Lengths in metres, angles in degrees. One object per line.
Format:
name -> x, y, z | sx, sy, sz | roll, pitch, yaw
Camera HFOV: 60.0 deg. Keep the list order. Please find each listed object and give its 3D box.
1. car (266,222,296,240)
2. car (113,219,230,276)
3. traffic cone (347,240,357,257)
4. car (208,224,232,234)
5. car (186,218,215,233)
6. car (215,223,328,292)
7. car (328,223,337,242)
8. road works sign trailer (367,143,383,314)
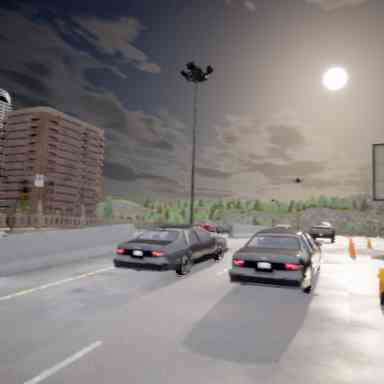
car -> 8.116, 3.518, 30.007 | 1.812, 1.442, 4.674 | -1, -7, 25
car -> -0.421, 1.819, 11.339 | 2.033, 1.411, 5.357 | -1, -3, 25
traffic cone -> 6.858, 2.465, 14.233 | 0.340, 0.580, 0.340 | -1, -4, 25
car -> 3.908, 5.191, 46.505 | 1.994, 1.385, 4.181 | -1, -7, 25
car -> 1.330, 5.053, 49.287 | 2.150, 2.045, 5.566 | -1, -7, 25
car -> 2.627, 1.764, 9.594 | 2.033, 1.411, 5.357 | -1, -3, 25
car -> 10.782, 3.300, 27.428 | 2.128, 1.511, 4.902 | -1, -7, 25
road works sign trailer -> 5.300, 0.600, 7.273 | 2.380, 3.560, 2.880 | -1, -3, 26
